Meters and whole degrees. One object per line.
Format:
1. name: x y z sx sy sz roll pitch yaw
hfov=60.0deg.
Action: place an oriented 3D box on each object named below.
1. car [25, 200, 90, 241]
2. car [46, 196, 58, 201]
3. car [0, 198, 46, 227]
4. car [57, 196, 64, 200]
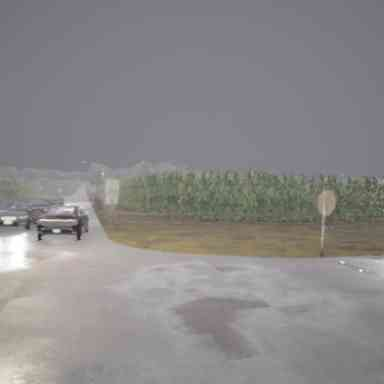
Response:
1. car: -6.048 1.372 15.917 2.128 1.511 4.902 2 0 -13
2. car: -13.060 1.306 28.549 2.033 1.411 5.357 2 0 -18
3. car: -10.073 1.279 19.271 2.128 1.511 4.902 2 0 -18
4. car: -16.063 1.337 37.891 1.895 1.301 4.718 2 0 -18
